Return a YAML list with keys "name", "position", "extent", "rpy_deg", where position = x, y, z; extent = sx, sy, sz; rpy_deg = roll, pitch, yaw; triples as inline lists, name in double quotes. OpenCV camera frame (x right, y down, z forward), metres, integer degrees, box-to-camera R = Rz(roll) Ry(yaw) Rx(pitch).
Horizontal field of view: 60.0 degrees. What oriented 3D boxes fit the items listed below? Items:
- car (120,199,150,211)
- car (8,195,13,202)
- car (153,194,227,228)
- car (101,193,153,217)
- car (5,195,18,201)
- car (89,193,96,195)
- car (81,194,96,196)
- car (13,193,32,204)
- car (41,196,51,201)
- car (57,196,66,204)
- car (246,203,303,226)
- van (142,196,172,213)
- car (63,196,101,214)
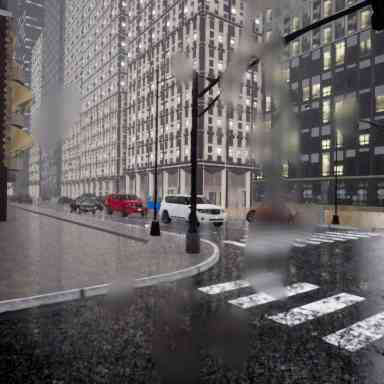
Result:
- name: "car"
  position: [-7.301, 1.584, 42.376]
  extent: [2.008, 1.369, 4.403]
  rpy_deg: [1, -1, -35]
- name: "car"
  position: [-37.027, 1.397, 69.763]
  extent: [1.947, 1.339, 4.313]
  rpy_deg: [1, -1, -35]
- name: "car"
  position: [-0.095, 1.170, 22.241]
  extent: [2.150, 2.045, 5.566]
  rpy_deg: [1, -1, -35]
- name: "car"
  position: [-6.069, 1.155, 30.649]
  extent: [2.150, 2.045, 5.566]
  rpy_deg: [1, -1, -35]
- name: "car"
  position: [-40.297, 1.378, 74.368]
  extent: [2.008, 1.369, 4.403]
  rpy_deg: [1, -1, -35]
- name: "car"
  position: [-14.411, 1.380, 53.124]
  extent: [2.097, 1.767, 4.553]
  rpy_deg: [1, -1, -35]
- name: "car"
  position: [-17.082, 1.445, 51.676]
  extent: [1.882, 1.535, 5.008]
  rpy_deg: [1, -1, -35]
- name: "car"
  position: [-30.482, 1.155, 60.554]
  extent: [2.192, 1.841, 5.009]
  rpy_deg: [1, -1, -35]
- name: "car"
  position: [-36.738, 1.570, 83.824]
  extent: [1.802, 1.307, 4.206]
  rpy_deg: [1, -1, -35]
- name: "car"
  position: [-22.490, 1.484, 59.284]
  extent: [1.812, 1.442, 4.674]
  rpy_deg: [1, -1, -35]
- name: "car"
  position: [5.784, 1.505, 23.956]
  extent: [1.967, 1.590, 4.097]
  rpy_deg: [1, -1, -35]
- name: "van"
  position: [-4.027, 1.382, 37.773]
  extent: [1.690, 1.788, 3.998]
  rpy_deg: [1, -1, -35]
- name: "car"
  position: [-10.862, 1.427, 32.920]
  extent: [2.008, 1.369, 4.403]
  rpy_deg: [1, -1, -35]
